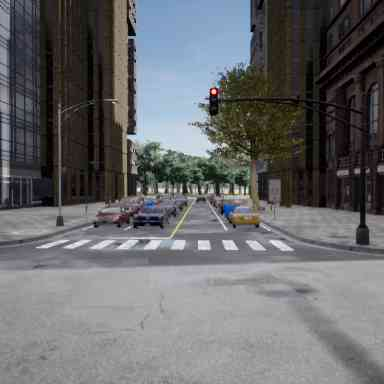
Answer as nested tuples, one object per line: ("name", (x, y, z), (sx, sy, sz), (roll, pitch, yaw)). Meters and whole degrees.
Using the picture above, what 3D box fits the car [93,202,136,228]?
("car", (-5.170, 1.564, 21.942), (1.802, 1.307, 4.206), (-1, 0, 1))

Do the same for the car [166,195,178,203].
("car", (-4.014, 1.421, 67.365), (1.887, 1.381, 4.507), (0, 0, 1))

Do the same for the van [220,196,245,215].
("van", (3.494, 1.315, 27.412), (1.690, 1.788, 3.998), (-1, 0, 1))

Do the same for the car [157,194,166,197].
("car", (-4.739, 1.267, 38.976), (2.192, 1.841, 5.009), (-1, 0, 1))

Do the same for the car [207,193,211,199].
("car", (4.362, 1.208, 61.475), (2.192, 1.841, 5.009), (-1, 0, 1))

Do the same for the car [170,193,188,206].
("car", (-1.721, 1.275, 50.618), (2.097, 1.767, 4.553), (0, 0, 2))

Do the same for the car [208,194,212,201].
("car", (4.219, 1.459, 55.799), (2.008, 1.369, 4.403), (-1, 0, 1))

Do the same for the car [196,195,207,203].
("car", (1.820, 1.385, 65.877), (1.837, 1.490, 4.892), (0, 0, 1))

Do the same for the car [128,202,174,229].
("car", (-2.517, 1.583, 21.477), (1.895, 1.301, 4.718), (0, 0, 2))

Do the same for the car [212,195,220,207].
("car", (3.935, 1.463, 44.614), (1.752, 1.417, 4.829), (-1, 0, 1))

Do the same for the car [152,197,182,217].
("car", (-2.256, 1.472, 31.183), (1.837, 1.490, 4.892), (0, 0, 2))

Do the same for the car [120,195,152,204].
("car", (-5.029, 1.288, 27.620), (2.192, 1.841, 5.009), (-1, 0, 1))

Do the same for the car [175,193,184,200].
("car", (-3.438, 1.123, 90.076), (2.192, 1.841, 5.009), (0, 0, 1))

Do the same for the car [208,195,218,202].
("car", (4.653, 1.411, 72.830), (2.008, 1.369, 4.403), (0, 0, 1))

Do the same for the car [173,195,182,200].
("car", (-3.580, 1.371, 84.398), (1.887, 1.381, 4.507), (0, 0, 1))

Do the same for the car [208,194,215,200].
("car", (4.946, 1.351, 84.355), (1.752, 1.417, 4.829), (0, 0, 1))

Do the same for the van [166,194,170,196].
("van", (-4.305, 1.249, 56.010), (1.690, 1.788, 3.998), (0, 0, 1))

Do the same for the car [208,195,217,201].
("car", (4.798, 1.425, 78.508), (1.802, 1.307, 4.206), (0, 0, 1))

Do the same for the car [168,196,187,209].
("car", (-2.014, 1.549, 40.514), (1.895, 1.301, 4.718), (0, 0, 2))

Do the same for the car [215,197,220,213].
("car", (3.641, 1.530, 33.089), (1.947, 1.339, 4.313), (-1, 0, 1))

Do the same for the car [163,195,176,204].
("car", (-4.160, 1.333, 61.687), (1.967, 1.590, 4.097), (0, 0, 1))

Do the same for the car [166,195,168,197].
("car", (-4.592, 1.489, 44.655), (2.008, 1.369, 4.403), (-1, 0, 1))

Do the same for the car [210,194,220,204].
("car", (4.075, 1.469, 50.122), (1.887, 1.381, 4.507), (-1, 0, 1))

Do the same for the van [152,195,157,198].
("van", (-4.884, 1.305, 33.299), (1.690, 1.788, 3.998), (-1, 0, 1))

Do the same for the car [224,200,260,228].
("car", (3.356, 1.507, 21.903), (1.752, 1.417, 4.829), (-1, 0, 1))
